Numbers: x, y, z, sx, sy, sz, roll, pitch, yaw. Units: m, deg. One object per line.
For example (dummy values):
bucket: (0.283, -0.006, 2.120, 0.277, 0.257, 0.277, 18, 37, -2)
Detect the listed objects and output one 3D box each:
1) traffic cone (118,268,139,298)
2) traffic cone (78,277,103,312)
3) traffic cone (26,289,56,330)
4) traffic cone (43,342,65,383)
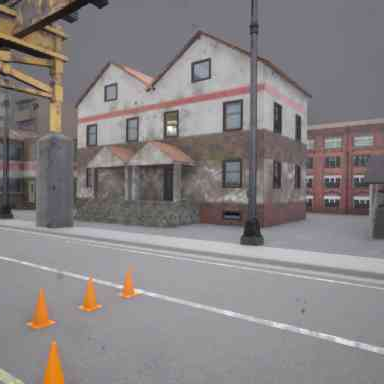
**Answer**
traffic cone: (-1.386, 1.949, 7.260, 0.340, 0.580, 0.340, 0, 0, 36)
traffic cone: (-1.972, 1.949, 6.449, 0.340, 0.580, 0.340, 0, 0, 36)
traffic cone: (-2.557, 1.949, 5.638, 0.340, 0.580, 0.340, 0, 0, 36)
traffic cone: (-1.520, 1.952, 3.657, 0.340, 0.580, 0.340, 0, 0, 36)
